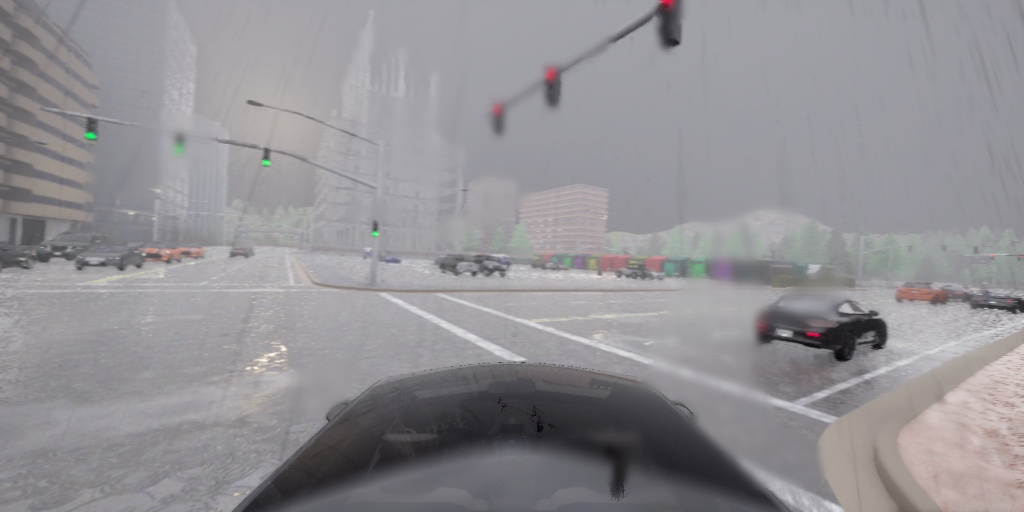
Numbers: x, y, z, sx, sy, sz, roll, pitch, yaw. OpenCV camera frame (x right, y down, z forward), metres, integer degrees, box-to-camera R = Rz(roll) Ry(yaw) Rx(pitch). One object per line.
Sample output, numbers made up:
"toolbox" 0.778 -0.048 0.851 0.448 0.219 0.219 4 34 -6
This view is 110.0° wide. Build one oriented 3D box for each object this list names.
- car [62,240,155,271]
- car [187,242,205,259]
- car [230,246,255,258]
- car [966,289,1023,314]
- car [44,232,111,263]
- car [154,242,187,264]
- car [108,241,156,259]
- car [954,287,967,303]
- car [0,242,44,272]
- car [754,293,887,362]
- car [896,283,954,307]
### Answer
"car" -23.336 0.024 21.013 2.128 1.511 4.902 3 0 -32
"car" -33.385 -0.620 37.023 2.097 1.767 4.553 3 0 -32
"car" -34.498 -0.520 45.587 2.128 1.511 4.902 3 0 -32
"car" 34.742 3.254 25.594 4.181 1.385 1.994 3 0 -29
"car" -29.789 -0.586 24.716 2.150 2.045 5.566 3 0 -32
"car" -28.079 -0.354 28.549 2.097 1.767 4.553 3 0 -32
"car" -35.295 -0.579 33.467 1.837 1.490 4.892 3 0 -32
"car" 42.132 3.636 34.093 4.674 1.442 1.812 3 0 -30
"car" -24.815 0.006 16.805 1.994 1.385 4.181 3 0 -32
"car" 8.333 1.746 9.659 4.674 1.442 1.812 3 0 -33
"car" 32.522 2.928 28.343 4.553 1.767 2.097 3 0 -30
